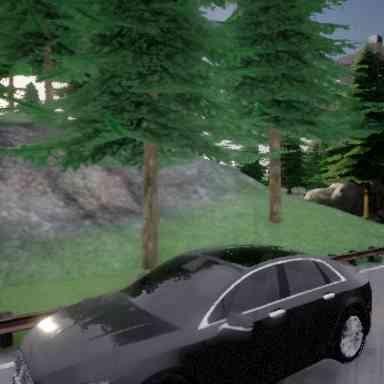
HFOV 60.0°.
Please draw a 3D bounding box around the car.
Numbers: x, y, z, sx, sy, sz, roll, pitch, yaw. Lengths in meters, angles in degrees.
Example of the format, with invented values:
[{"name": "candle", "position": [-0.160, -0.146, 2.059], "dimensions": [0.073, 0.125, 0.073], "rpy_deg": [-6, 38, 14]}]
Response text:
[{"name": "car", "position": [0.454, 1.511, 4.309], "dimensions": [4.892, 1.490, 1.837], "rpy_deg": [1, 0, -35]}]
